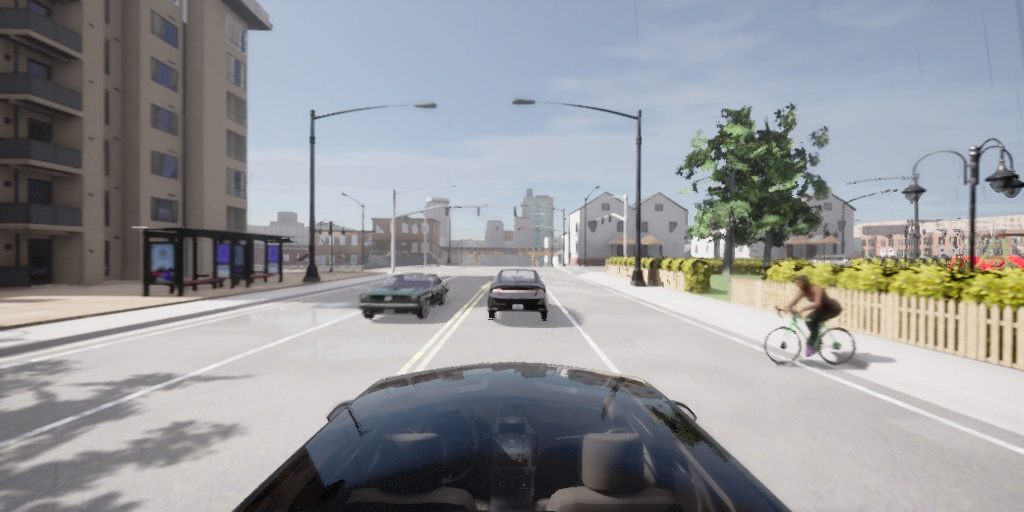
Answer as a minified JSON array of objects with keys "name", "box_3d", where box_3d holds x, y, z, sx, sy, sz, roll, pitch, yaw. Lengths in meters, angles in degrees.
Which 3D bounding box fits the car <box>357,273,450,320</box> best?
[{"name":"car","box_3d":[-3.492,1.267,12.408,1.895,1.301,4.718,0,0,1]}]

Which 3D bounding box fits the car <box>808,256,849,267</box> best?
[{"name":"car","box_3d":[41.337,0.974,47.584,5.566,2.045,2.150,0,0,0]}]

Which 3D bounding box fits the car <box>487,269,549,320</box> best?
[{"name":"car","box_3d":[0.198,1.182,12.343,2.128,1.511,4.902,0,0,1]}]

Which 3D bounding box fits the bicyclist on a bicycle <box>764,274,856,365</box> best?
[{"name":"bicyclist on a bicycle","box_3d":[5.371,1.160,6.460,1.656,1.620,0.582,1,0,1]}]
